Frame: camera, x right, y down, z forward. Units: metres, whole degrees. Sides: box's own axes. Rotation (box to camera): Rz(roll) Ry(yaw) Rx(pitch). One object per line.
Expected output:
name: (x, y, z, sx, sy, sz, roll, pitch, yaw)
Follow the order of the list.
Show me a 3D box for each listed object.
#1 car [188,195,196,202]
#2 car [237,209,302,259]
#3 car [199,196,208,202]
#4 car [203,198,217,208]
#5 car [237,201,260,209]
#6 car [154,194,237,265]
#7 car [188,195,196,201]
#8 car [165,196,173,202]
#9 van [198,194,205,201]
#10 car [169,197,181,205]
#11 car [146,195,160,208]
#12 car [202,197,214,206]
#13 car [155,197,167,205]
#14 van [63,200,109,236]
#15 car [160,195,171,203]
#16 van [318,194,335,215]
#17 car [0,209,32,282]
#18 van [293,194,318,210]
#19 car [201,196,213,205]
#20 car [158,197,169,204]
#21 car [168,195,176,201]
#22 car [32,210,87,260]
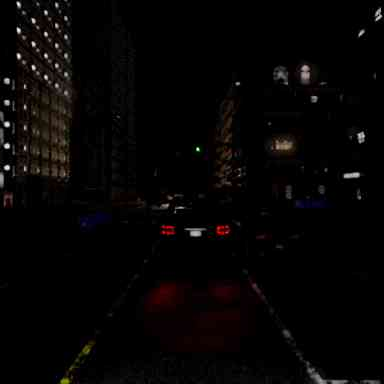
car: (-0.009, 1.580, 80.238, 1.882, 1.535, 5.008, 0, 0, 0)
car: (2.683, 1.553, 12.441, 1.887, 1.381, 4.507, 0, 0, 0)
car: (2.676, 1.671, 77.992, 1.947, 1.339, 4.313, 0, 0, 0)
car: (2.679, 1.599, 50.354, 1.887, 1.381, 4.507, 0, 0, 0)
car: (4.356, 1.529, 30.651, 4.674, 1.442, 1.812, -1, -1, -38)
car: (0.092, 1.231, 11.901, 2.150, 2.045, 5.566, 0, 0, 0)
car: (-0.010, 1.509, 90.660, 2.128, 1.511, 4.902, 0, 0, 0)
car: (-5.705, 1.642, 83.349, 1.752, 1.417, 4.829, 0, 0, 0)
van: (2.674, 1.484, 94.575, 1.690, 1.788, 3.998, 0, 0, 0)
car: (-3.049, 1.633, 59.935, 1.994, 1.385, 4.181, 0, 0, 1)
car: (-5.702, 1.369, 50.354, 2.192, 1.841, 5.009, 0, 0, 0)
car: (2.678, 1.608, 55.881, 1.887, 1.381, 4.507, 0, 0, 0)
car: (-5.702, 1.616, 61.409, 1.887, 1.381, 4.507, 0, 0, 0)
van: (-5.699, 1.354, 17.964, 1.690, 1.788, 3.998, 0, 0, 0)
car: (-5.704, 1.533, 72.465, 1.967, 1.590, 4.097, 0, 0, 0)
van: (13.726, 1.178, 29.531, 3.998, 1.788, 1.690, -1, 1, 0)
car: (-5.698, 1.319, 6.918, 2.192, 1.841, 5.009, 0, 0, 0)
van: (13.703, 1.146, 37.911, 3.998, 1.788, 1.690, -1, 1, 0)
car: (2.677, 1.512, 61.409, 1.967, 1.590, 4.097, 0, 0, 0)
car: (-5.703, 1.647, 66.937, 1.947, 1.339, 4.313, 0, 0, 0)
car: (-5.706, 1.687, 94.575, 1.887, 1.381, 4.507, 0, 0, 0)
car: (-5.697, 1.574, 12.441, 1.947, 1.339, 4.313, 0, 0, 0)
